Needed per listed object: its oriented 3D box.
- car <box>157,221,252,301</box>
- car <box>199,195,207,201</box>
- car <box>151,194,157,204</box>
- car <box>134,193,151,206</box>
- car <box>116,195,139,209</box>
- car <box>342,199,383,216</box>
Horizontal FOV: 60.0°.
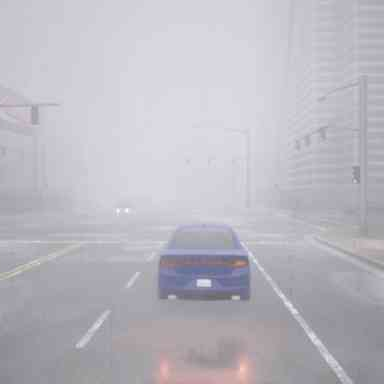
[{"bbox_3d":[0.308,1.477,8.424,1.882,1.535,5.008,0,0,2],"label":"car"},{"bbox_3d":[2.762,1.519,86.201,1.812,1.442,4.674,0,0,2],"label":"car"},{"bbox_3d":[-8.421,1.543,66.200,2.033,1.411,5.357,0,0,3],"label":"car"},{"bbox_3d":[-8.831,1.218,55.520,2.150,2.045,5.566,0,0,2],"label":"car"},{"bbox_3d":[-9.143,1.561,46.176,1.994,1.385,4.181,0,0,2],"label":"car"},{"bbox_3d":[17.226,1.503,32.333,4.892,1.490,1.837,0,0,2],"label":"car"}]
